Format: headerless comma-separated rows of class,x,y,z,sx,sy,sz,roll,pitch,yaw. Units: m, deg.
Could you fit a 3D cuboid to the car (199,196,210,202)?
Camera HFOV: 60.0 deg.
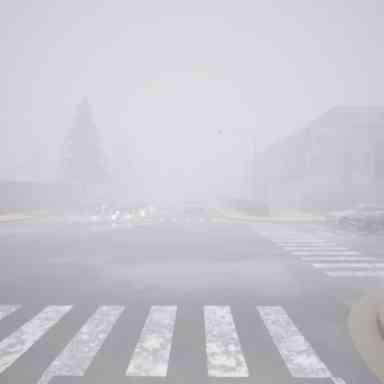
car,2.644,1.503,74.479,1.994,1.385,4.181,0,0,20

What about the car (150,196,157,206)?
car,-6.831,1.455,54.491,2.128,1.511,4.902,0,0,1

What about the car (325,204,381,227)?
car,11.121,1.511,21.608,4.674,1.442,1.812,0,0,2

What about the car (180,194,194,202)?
car,-1.087,1.306,74.370,2.097,1.767,4.553,0,0,20

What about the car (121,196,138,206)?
car,-10.317,1.468,55.561,1.837,1.490,4.892,0,0,1

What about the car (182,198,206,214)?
car,0.189,1.577,35.708,1.895,1.301,4.718,0,0,0

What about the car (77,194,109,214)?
car,-10.494,1.198,35.907,2.150,2.045,5.566,0,0,1

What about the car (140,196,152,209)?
car,-6.942,1.572,44.211,1.895,1.301,4.718,0,0,1

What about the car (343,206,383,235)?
car,11.124,1.589,18.066,4.718,1.301,1.895,0,0,0

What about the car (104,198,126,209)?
car,-10.429,1.571,45.628,1.895,1.301,4.718,0,0,0

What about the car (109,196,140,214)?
car,-7.006,1.502,35.113,1.812,1.442,4.674,0,0,0
